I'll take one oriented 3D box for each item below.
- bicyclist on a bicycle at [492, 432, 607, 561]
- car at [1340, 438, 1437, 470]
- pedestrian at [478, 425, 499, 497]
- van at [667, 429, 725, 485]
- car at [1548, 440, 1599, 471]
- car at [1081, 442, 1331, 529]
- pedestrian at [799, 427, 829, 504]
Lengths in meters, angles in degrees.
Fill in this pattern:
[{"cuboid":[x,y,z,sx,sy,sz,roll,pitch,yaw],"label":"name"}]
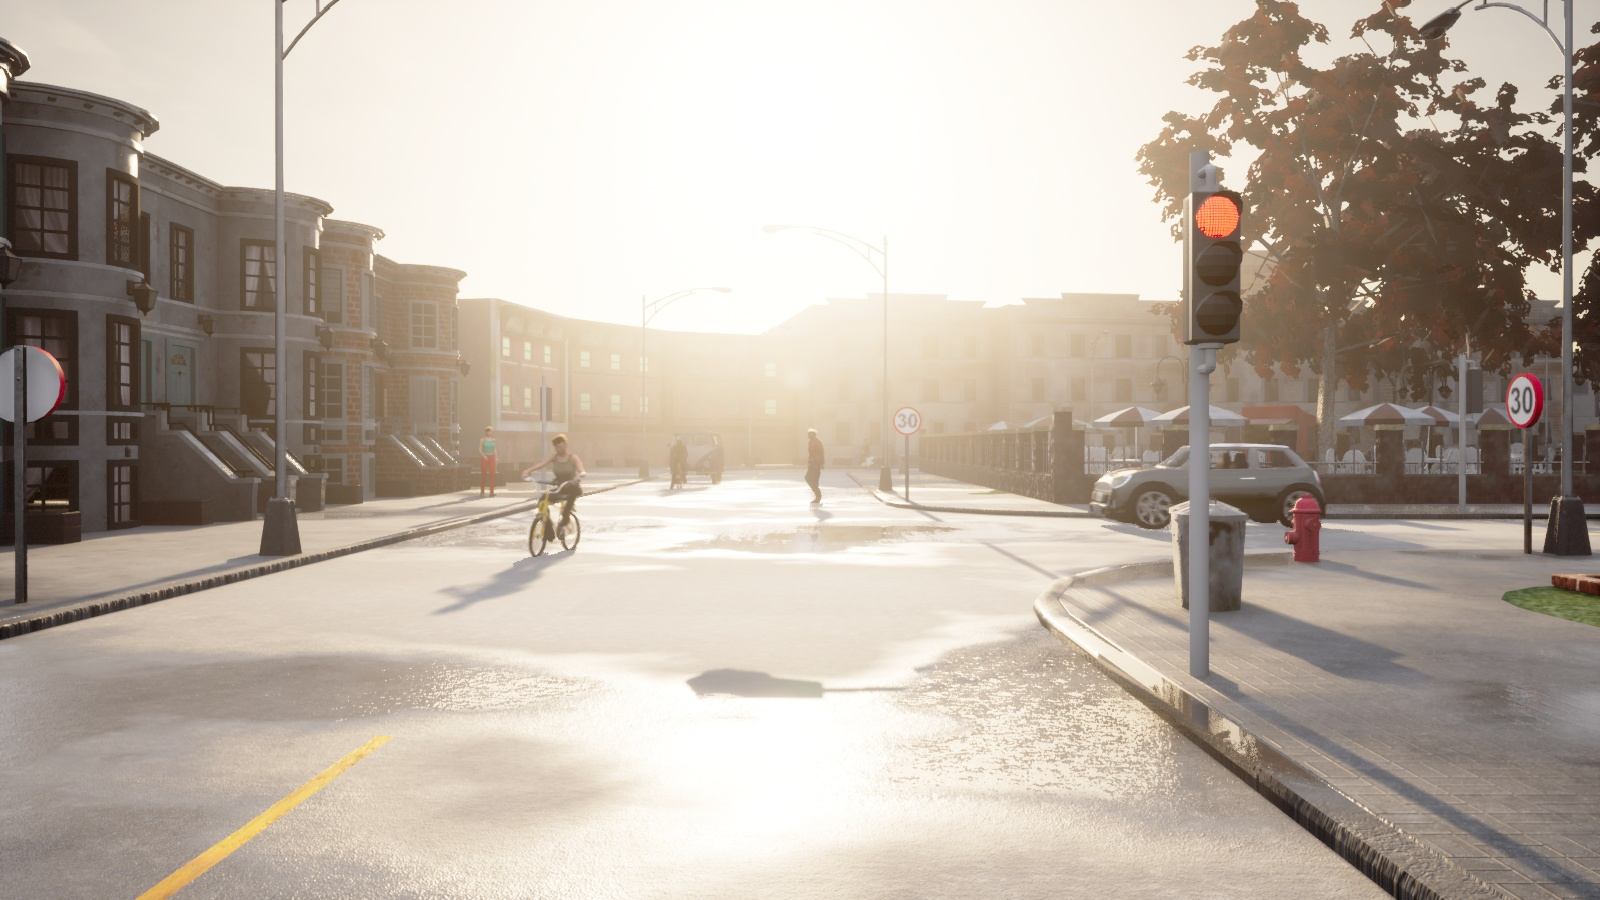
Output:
[{"cuboid":[-3.324,0.586,16.780,0.866,1.612,1.509,2,1,15],"label":"bicyclist on a bicycle"},{"cuboid":[33.467,0.228,71.512,4.553,1.767,2.097,0,0,0],"label":"car"},{"cuboid":[-8.019,0.267,32.353,0.345,1.836,0.594,0,0,-34],"label":"pedestrian"},{"cuboid":[-3.846,0.230,47.095,1.775,1.987,4.442,0,0,0],"label":"van"},{"cuboid":[42.749,0.298,67.497,3.988,1.617,1.851,0,0,0],"label":"car"},{"cuboid":[7.120,0.592,22.329,3.806,1.475,1.970,0,0,0],"label":"car"},{"cuboid":[0.342,0.367,30.329,0.636,1.846,0.331,0,0,-27],"label":"pedestrian"}]
